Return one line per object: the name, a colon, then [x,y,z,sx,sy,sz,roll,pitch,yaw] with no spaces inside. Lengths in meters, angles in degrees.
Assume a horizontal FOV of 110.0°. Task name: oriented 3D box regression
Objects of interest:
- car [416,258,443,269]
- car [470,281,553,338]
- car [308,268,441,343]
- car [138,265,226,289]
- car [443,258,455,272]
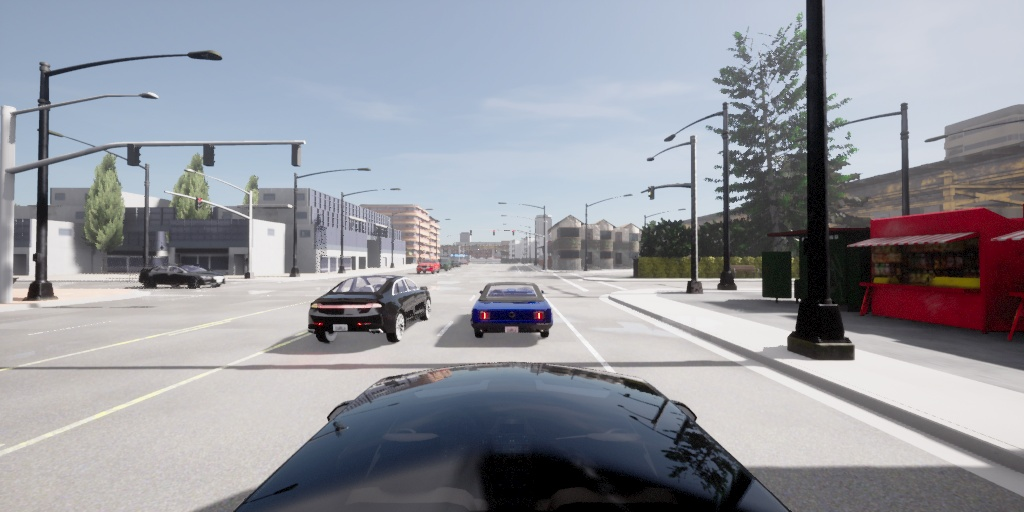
car: [-11.055,1.337,47.637,2.150,2.045,5.566,0,0,-1]
car: [-0.011,1.365,10.219,1.895,1.301,4.718,0,0,0]
car: [-3.511,1.257,9.741,2.128,1.511,4.902,0,0,0]
car: [-21.324,1.332,23.294,4.902,1.511,2.128,0,-1,4]
car: [-11.149,1.388,57.684,2.150,2.045,5.566,0,0,0]
